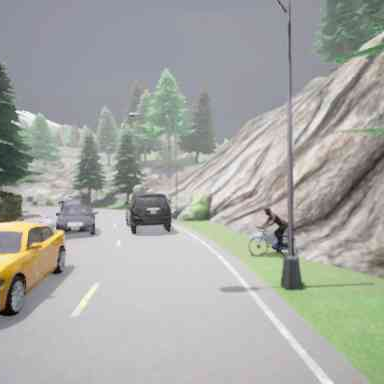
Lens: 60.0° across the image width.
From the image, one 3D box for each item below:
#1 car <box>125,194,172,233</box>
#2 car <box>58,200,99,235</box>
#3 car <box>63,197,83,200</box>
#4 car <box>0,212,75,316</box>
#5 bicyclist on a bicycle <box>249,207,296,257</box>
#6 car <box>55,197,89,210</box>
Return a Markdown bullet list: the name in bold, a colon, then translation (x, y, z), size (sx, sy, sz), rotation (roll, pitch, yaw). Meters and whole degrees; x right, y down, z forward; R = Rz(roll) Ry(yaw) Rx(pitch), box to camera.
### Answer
- **car**: translation (-2.627, 1.108, 19.379), size (2.150, 2.045, 5.566), rotation (-1, 0, -15)
- **car**: translation (-6.156, 1.434, 17.961), size (2.128, 1.511, 4.902), rotation (-1, 1, -16)
- **car**: translation (-10.560, 1.439, 29.623), size (1.812, 1.442, 4.674), rotation (-1, 0, -26)
- **car**: translation (-4.296, 1.476, 7.566), size (1.882, 1.535, 5.008), rotation (-1, 0, -7)
- **bicyclist on a bicycle**: translation (2.672, 1.333, 11.056), size (1.656, 1.620, 0.582), rotation (-1, 0, -7)
- **car**: translation (-15.459, 1.370, 42.666), size (4.902, 1.511, 2.128), rotation (0, 0, 43)
